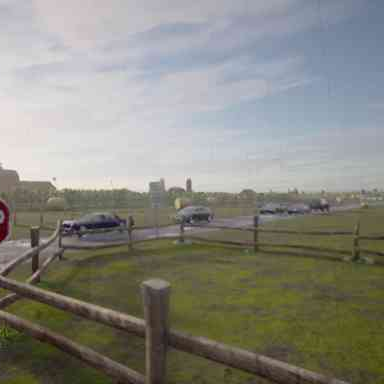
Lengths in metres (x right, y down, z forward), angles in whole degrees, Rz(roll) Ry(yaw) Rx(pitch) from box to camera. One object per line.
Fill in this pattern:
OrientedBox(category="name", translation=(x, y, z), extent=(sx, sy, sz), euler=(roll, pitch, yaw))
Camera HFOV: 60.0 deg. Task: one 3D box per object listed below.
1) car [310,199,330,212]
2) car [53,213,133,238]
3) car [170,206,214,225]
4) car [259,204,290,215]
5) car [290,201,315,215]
OrientedBox(category="car", translation=(19.862, 2.046, 52.029), extent=(2.150, 2.045, 5.566), euler=(-2, -2, 35))
OrientedBox(category="car", translation=(-5.833, 1.939, 20.031), extent=(1.895, 1.301, 4.718), euler=(-2, -2, 35))
OrientedBox(category="car", translation=(0.080, 1.982, 28.542), extent=(1.837, 1.490, 4.892), euler=(-2, -2, 35))
OrientedBox(category="car", translation=(10.592, 2.271, 43.604), extent=(2.033, 1.411, 5.357), euler=(-2, -2, 35))
OrientedBox(category="car", translation=(14.194, 2.251, 43.788), extent=(1.994, 1.385, 4.181), euler=(-2, -2, 36))
